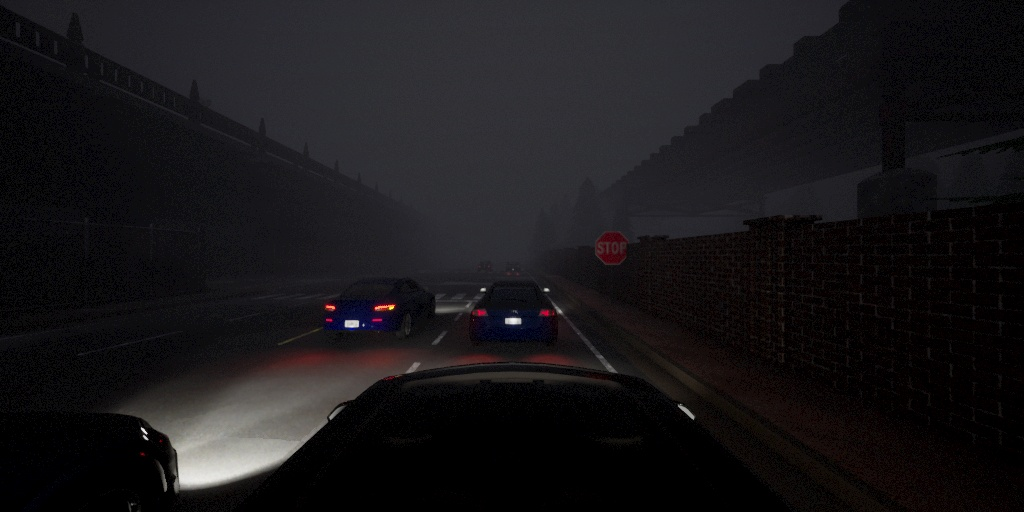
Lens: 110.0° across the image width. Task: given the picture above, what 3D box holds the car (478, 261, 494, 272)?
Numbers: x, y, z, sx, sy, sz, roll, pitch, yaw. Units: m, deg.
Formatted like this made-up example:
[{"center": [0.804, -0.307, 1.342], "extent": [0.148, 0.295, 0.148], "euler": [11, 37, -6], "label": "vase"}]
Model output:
[{"center": [-3.386, 1.297, 46.015], "extent": [2.033, 1.411, 5.357], "euler": [0, 0, -1], "label": "car"}]

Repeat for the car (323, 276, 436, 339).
[{"center": [-3.411, 1.276, 9.930], "extent": [1.812, 1.442, 4.674], "euler": [0, 0, 0], "label": "car"}]

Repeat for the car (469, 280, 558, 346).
[{"center": [0.070, 1.314, 9.407], "extent": [1.994, 1.385, 4.181], "euler": [0, 0, 1], "label": "car"}]

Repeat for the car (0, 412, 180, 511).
[{"center": [-3.399, 1.314, 0.835], "extent": [1.994, 1.385, 4.181], "euler": [0, 0, 0], "label": "car"}]

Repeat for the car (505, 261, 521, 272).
[{"center": [0.109, 1.350, 46.211], "extent": [1.895, 1.301, 4.718], "euler": [0, 0, -1], "label": "car"}]
